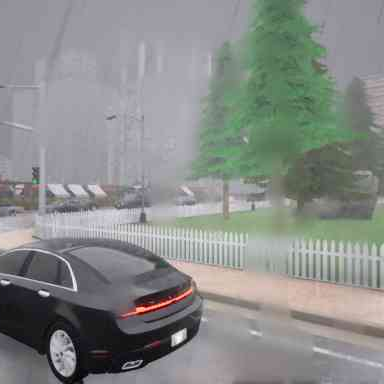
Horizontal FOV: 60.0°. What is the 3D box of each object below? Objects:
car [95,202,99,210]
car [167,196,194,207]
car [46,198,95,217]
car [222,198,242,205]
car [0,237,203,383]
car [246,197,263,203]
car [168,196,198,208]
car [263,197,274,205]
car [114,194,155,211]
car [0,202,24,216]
[{"bbox_3d":[-12.835,1.478,37.538,1.882,1.535,5.008,0,0,34],"label":"car"},{"bbox_3d":[-1.834,1.505,53.865,1.837,1.490,4.892,0,0,34],"label":"car"},{"bbox_3d":[-12.276,1.491,32.092,2.128,1.511,4.902,0,0,34],"label":"car"},{"bbox_3d":[6.403,1.526,53.270,1.812,1.442,4.674,0,0,34],"label":"car"},{"bbox_3d":[-2.121,1.505,5.440,4.892,1.490,1.837,0,0,36],"label":"car"},{"bbox_3d":[11.889,1.221,61.459,2.150,2.045,5.566,0,0,34],"label":"car"},{"bbox_3d":[-1.101,1.352,48.703,2.097,1.767,4.553,0,0,34],"label":"car"},{"bbox_3d":[14.987,1.564,59.794,1.994,1.385,4.181,0,0,34],"label":"car"},{"bbox_3d":[-6.804,1.221,40.240,2.150,2.045,5.566,0,0,34],"label":"car"},{"bbox_3d":[-17.970,1.601,30.006,1.895,1.301,4.718,0,0,36],"label":"car"}]
